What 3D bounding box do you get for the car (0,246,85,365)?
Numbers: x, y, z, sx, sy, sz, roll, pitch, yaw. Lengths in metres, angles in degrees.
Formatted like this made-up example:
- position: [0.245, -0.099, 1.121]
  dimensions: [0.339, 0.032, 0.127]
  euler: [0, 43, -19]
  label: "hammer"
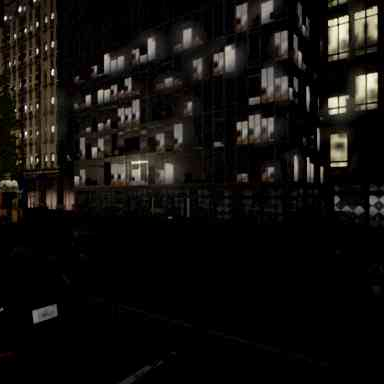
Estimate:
- position: [-3.538, 1.564, 5.395]
  dimensions: [4.313, 1.339, 1.947]
  euler: [0, 0, 35]
  label: "car"
